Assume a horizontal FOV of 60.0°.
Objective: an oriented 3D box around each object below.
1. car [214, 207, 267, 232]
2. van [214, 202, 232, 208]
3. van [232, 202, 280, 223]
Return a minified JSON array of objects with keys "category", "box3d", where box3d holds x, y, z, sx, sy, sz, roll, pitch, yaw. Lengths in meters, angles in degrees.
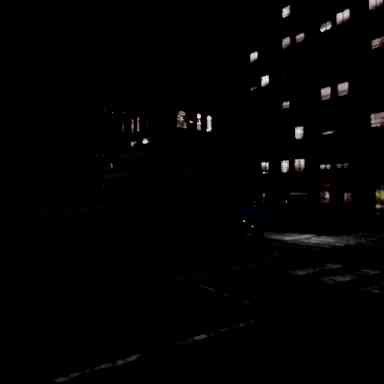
[{"category":"car","box3d":[2.704,1.990,23.554,1.895,1.301,4.718,0,-1,-36]},{"category":"van","box3d":[2.489,1.888,33.671,1.690,1.788,3.998,-1,0,-36]},{"category":"van","box3d":[5.746,1.797,29.191,1.690,1.788,3.998,-1,0,-36]}]
